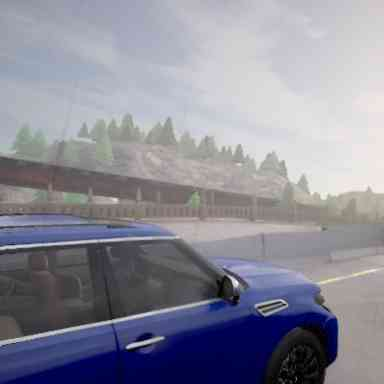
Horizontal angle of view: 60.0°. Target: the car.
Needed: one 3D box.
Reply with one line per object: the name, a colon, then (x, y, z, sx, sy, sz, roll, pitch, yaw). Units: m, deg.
car: (-1.005, 1.223, 3.031, 5.566, 2.045, 2.150, 0, 0, -36)
